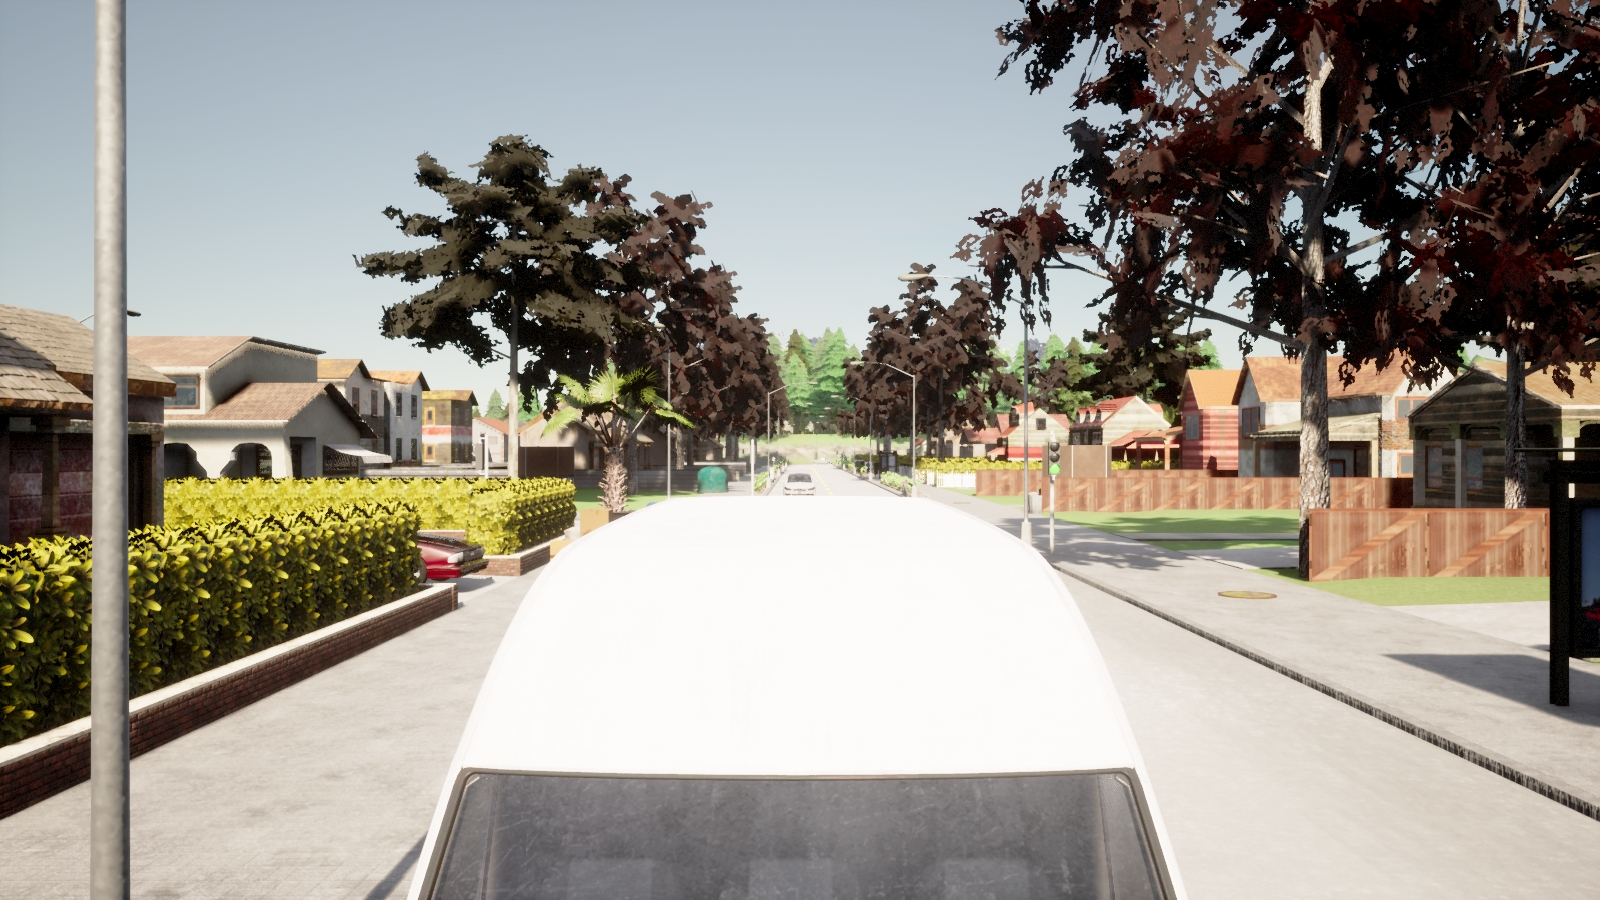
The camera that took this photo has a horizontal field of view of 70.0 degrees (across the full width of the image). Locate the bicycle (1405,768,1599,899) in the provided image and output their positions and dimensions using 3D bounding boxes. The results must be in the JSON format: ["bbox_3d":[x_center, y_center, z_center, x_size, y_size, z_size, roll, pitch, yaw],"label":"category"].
[{"bbox_3d":[2.687,2.062,3.843,0.329,1.471,1.835,0,0,0],"label":"bicycle"}]

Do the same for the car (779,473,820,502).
[{"bbox_3d":[-0.024,2.087,64.511,2.231,1.480,4.892,0,0,0],"label":"car"}]

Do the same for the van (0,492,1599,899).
[{"bbox_3d":[0.002,1.537,4.030,1.988,2.561,5.915,0,0,0],"label":"van"}]
